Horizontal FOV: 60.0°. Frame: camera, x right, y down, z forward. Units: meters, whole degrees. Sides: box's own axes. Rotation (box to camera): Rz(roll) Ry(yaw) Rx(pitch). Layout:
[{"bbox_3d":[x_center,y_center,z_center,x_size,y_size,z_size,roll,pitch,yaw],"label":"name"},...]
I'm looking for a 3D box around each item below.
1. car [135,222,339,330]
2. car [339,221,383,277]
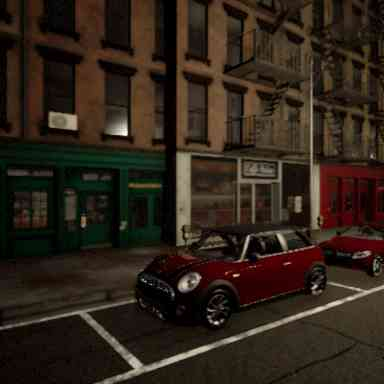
[{"bbox_3d":[0.894,1.440,6.833,4.097,1.590,1.967,0,0,-36],"label":"car"},{"bbox_3d":[5.515,1.582,10.132,4.206,1.307,1.802,0,0,-36],"label":"car"}]
